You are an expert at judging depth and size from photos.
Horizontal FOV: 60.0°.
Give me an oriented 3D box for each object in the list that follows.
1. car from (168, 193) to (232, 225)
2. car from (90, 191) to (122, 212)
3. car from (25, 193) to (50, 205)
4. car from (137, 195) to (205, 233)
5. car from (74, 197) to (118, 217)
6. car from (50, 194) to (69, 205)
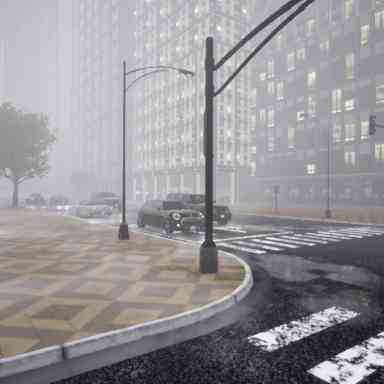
[{"bbox_3d":[0.187,1.085,22.155,2.150,2.045,5.566,0,0,-37],"label":"car"},{"bbox_3d":[-8.965,0.961,34.486,2.150,2.045,5.566,0,0,-37],"label":"car"},{"bbox_3d":[-21.830,0.922,46.502,2.097,1.767,4.553,0,0,-36],"label":"car"},{"bbox_3d":[-1.255,1.216,18.646,2.097,1.767,4.553,0,0,-37],"label":"car"},{"bbox_3d":[-8.384,1.368,28.244,1.895,1.301,4.718,0,0,-37],"label":"car"},{"bbox_3d":[-19.660,1.073,49.049,2.128,1.511,4.902,0,0,-36],"label":"car"}]
